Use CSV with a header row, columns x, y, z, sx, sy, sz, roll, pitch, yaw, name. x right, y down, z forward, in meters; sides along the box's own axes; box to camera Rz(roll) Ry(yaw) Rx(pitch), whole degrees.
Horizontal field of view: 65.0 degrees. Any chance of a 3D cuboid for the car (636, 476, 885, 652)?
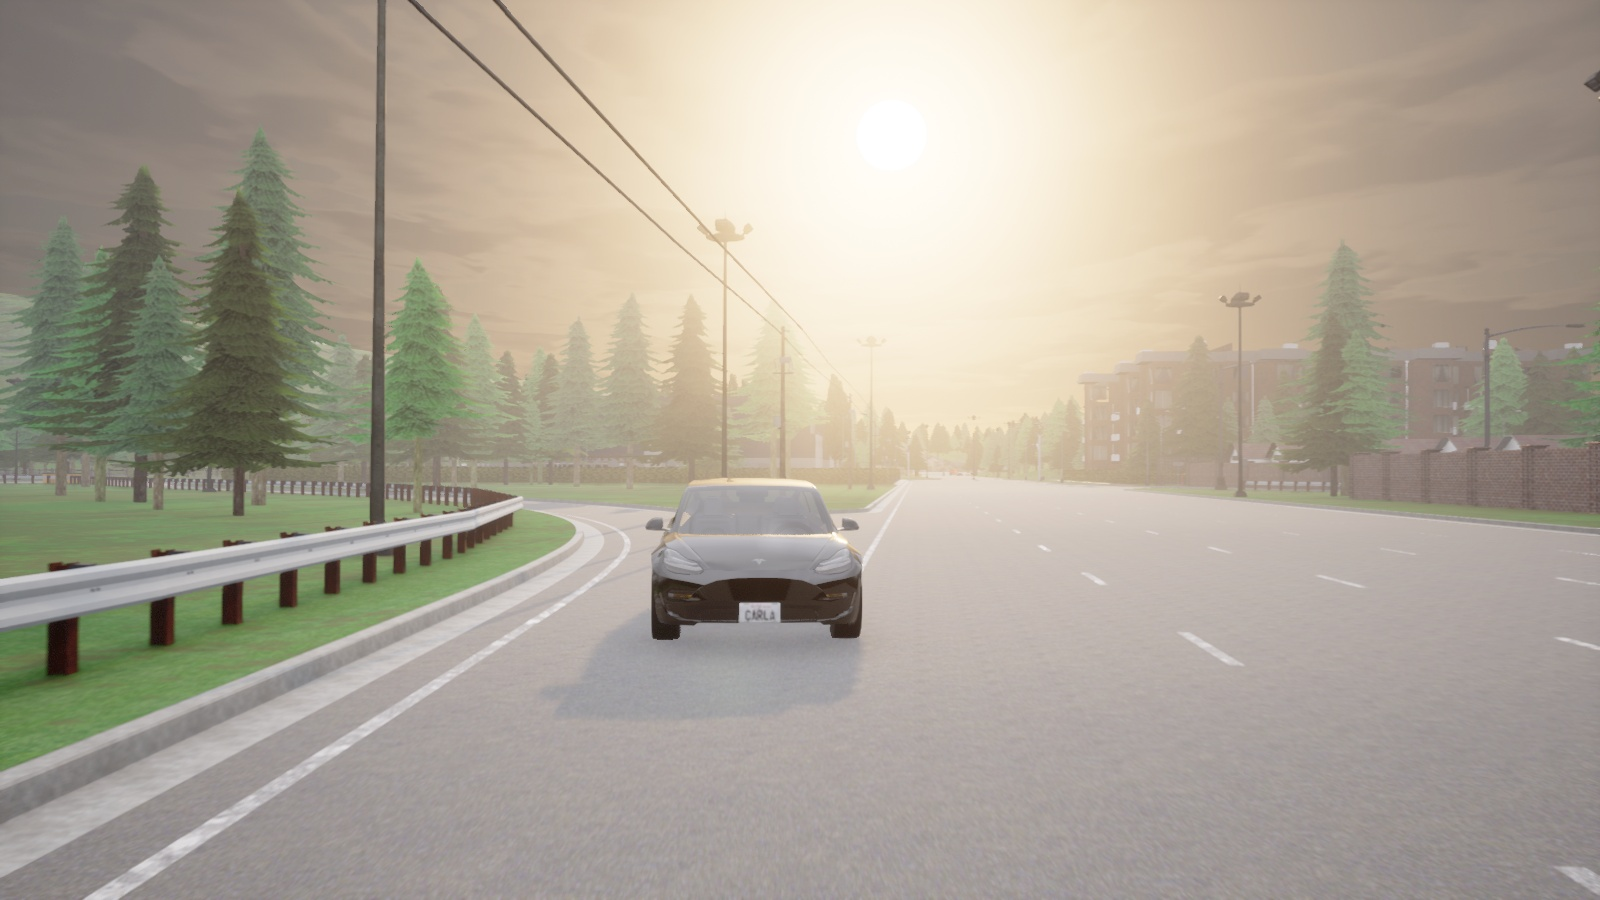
x,y,z,sx,sy,sz,roll,pitch,yaw,name
-0.513,1.039,13.316,2.163,1.488,4.792,0,-1,-4,car
